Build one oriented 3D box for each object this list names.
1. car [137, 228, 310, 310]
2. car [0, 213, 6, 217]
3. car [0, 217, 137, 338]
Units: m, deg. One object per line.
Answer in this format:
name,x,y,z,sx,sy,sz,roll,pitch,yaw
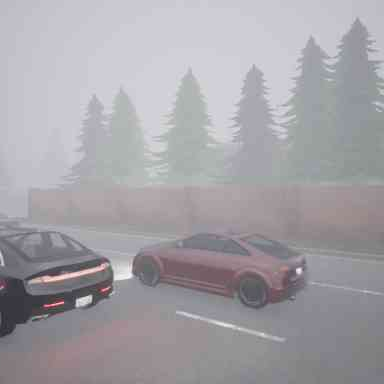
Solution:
car,0.554,1.564,7.906,4.181,1.385,1.994,0,0,36
car,-10.072,1.547,15.528,5.357,1.411,2.033,0,0,36
car,-3.656,1.492,6.617,4.902,1.511,2.128,0,0,36
